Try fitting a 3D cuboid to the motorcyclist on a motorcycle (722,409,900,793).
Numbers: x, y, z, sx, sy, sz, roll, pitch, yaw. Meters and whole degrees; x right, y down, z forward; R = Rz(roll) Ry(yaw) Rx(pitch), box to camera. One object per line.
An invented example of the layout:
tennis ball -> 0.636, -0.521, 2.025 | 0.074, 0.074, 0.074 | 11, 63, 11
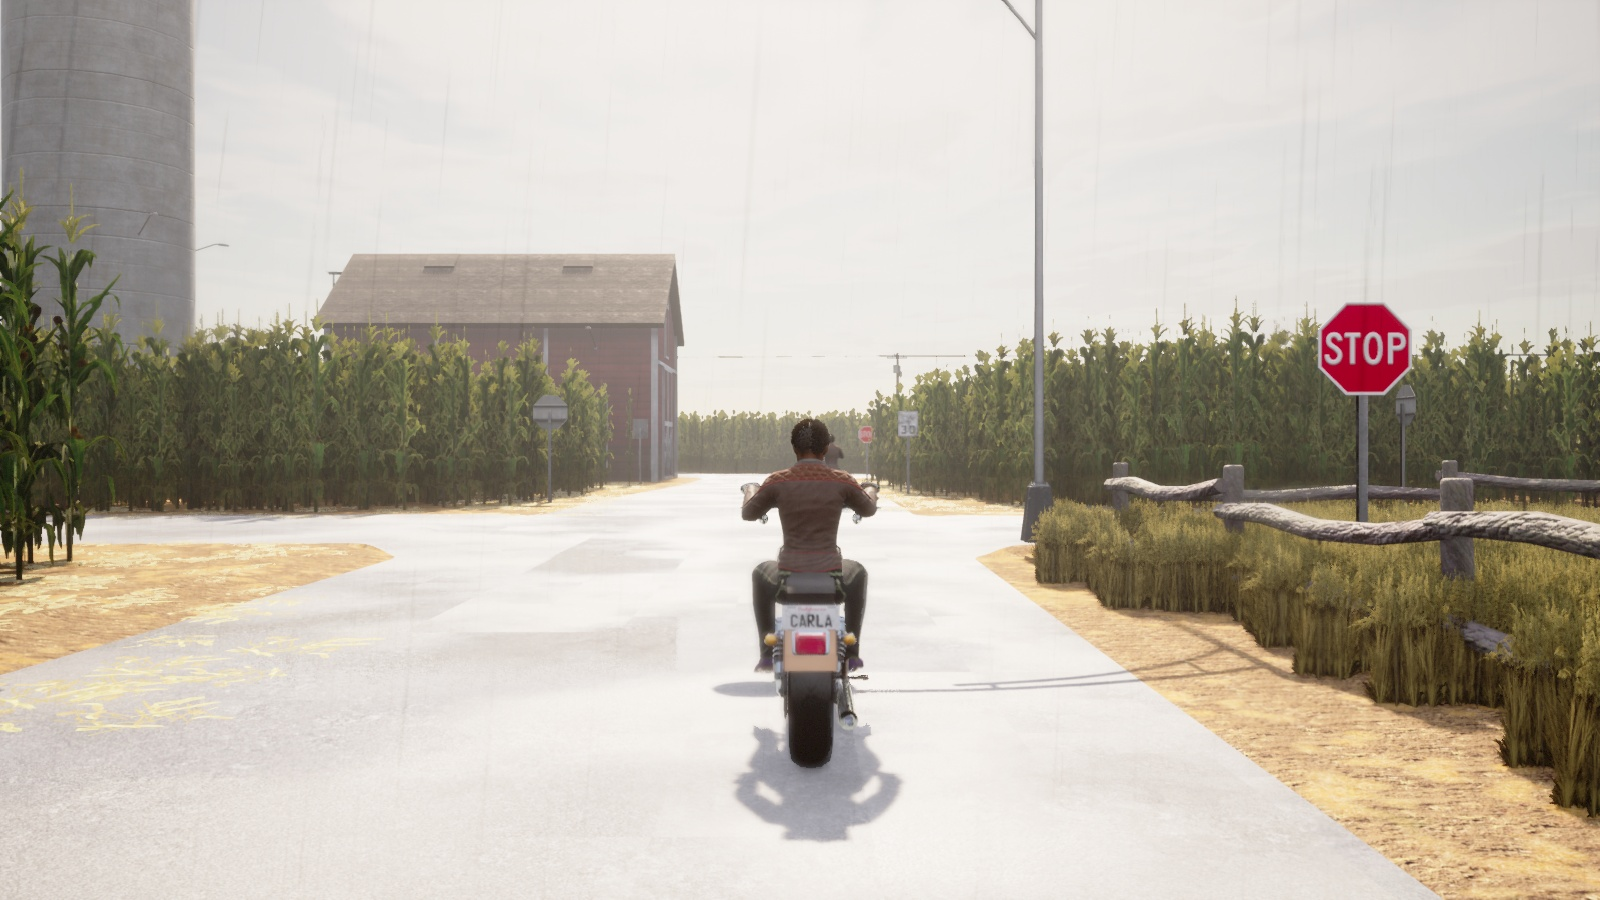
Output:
motorcyclist on a motorcycle -> 0.054, 0.646, 6.576 | 0.766, 1.649, 2.350 | 0, 0, 0
